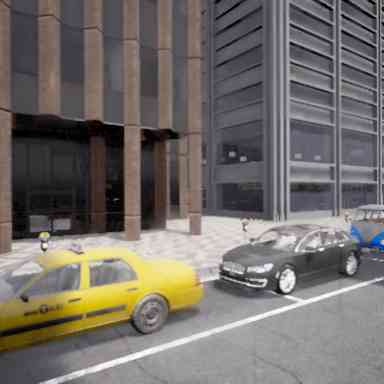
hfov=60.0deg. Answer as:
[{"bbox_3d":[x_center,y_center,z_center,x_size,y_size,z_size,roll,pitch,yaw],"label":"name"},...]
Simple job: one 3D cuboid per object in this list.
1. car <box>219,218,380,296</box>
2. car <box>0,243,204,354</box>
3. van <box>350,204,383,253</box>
[{"bbox_3d":[2.662,1.539,8.552,4.403,1.369,2.008,0,0,-36],"label":"car"},{"bbox_3d":[-2.065,1.523,5.179,4.829,1.417,1.752,0,0,-36],"label":"car"},{"bbox_3d":[7.250,1.320,11.826,3.998,1.788,1.690,0,0,-36],"label":"van"}]
